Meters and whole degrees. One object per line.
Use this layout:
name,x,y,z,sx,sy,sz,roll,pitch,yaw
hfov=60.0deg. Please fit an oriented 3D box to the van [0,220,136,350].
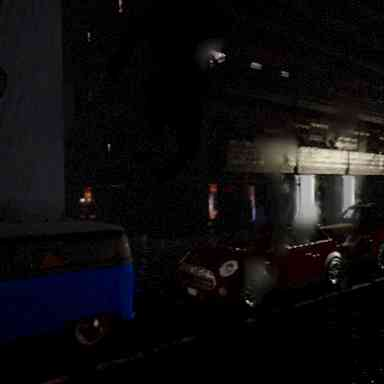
van,-2.780,1.340,4.597,3.998,1.788,1.690,0,-1,-35

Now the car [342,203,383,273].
car,6.029,1.313,10.870,5.009,1.841,2.192,0,-1,-35

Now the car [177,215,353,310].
car,1.626,1.439,7.732,4.097,1.590,1.967,0,-1,-35
